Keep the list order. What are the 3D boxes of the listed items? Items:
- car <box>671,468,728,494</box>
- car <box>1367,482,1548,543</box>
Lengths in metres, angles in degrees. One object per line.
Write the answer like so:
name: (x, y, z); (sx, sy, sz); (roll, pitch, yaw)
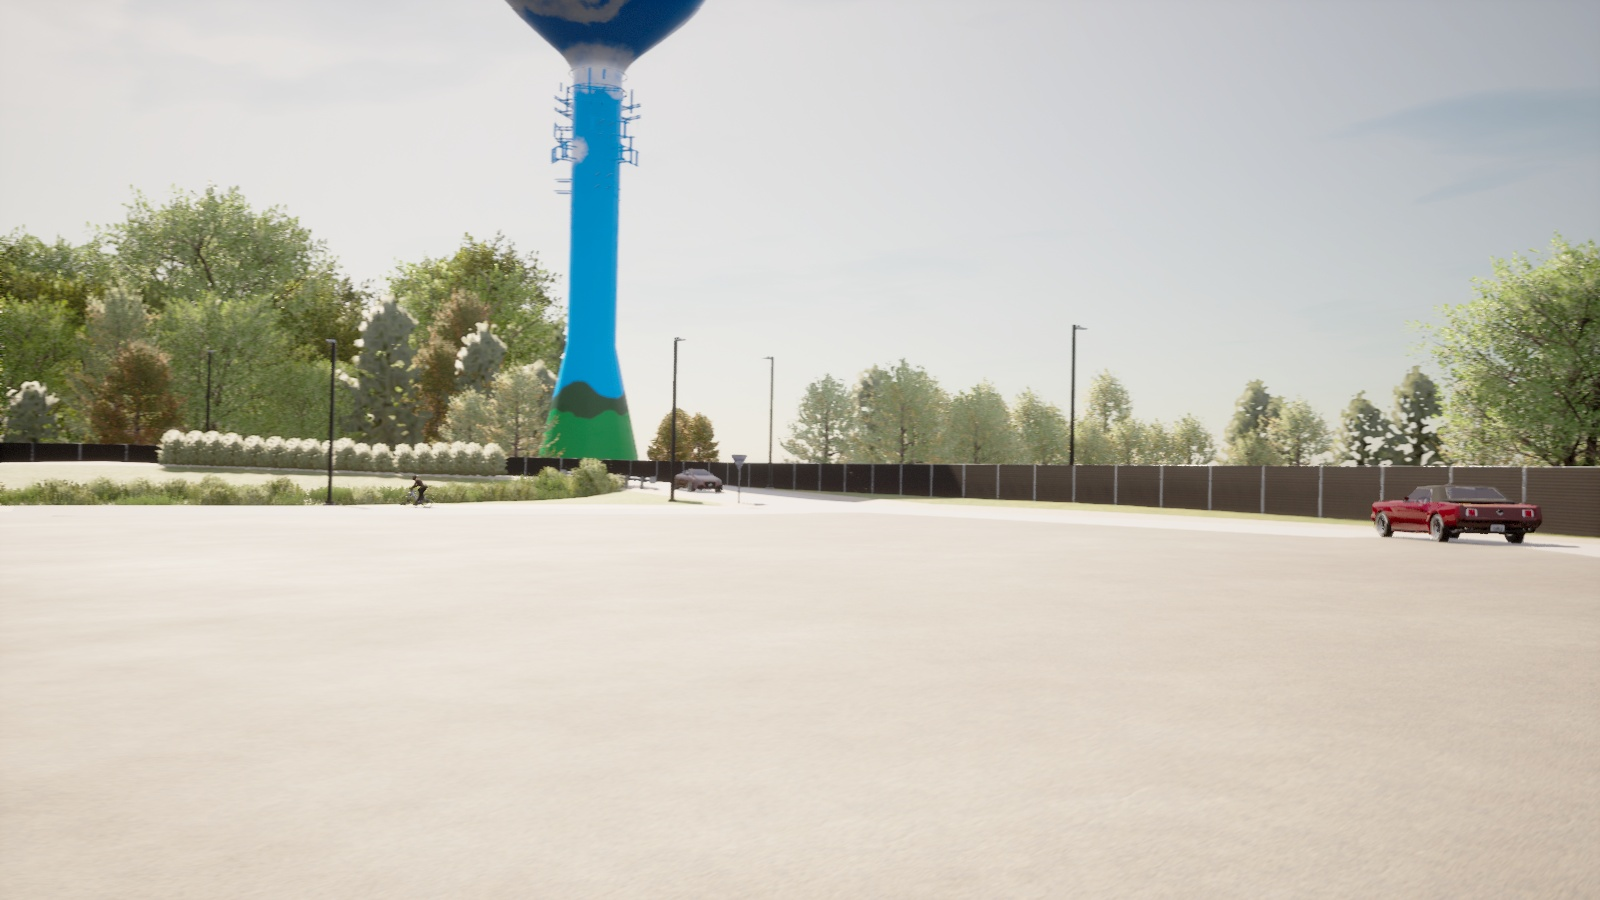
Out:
car: (-6.276, 1.926, 77.980); (1.994, 1.385, 4.181); (1, 1, -27)
car: (15.220, 1.416, 29.413); (1.895, 1.301, 4.718); (1, -2, 2)
